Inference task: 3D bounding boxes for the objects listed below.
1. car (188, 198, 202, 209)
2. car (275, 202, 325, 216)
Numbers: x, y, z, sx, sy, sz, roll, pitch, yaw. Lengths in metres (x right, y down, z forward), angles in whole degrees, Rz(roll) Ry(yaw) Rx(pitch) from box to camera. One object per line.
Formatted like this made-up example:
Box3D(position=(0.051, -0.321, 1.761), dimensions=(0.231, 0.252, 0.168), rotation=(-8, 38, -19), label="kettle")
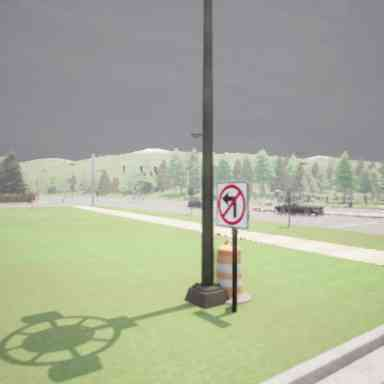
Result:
Box3D(position=(1.191, 1.580, 47.084), dimensions=(1.812, 1.442, 4.674), rotation=(0, 0, -35), label="car")
Box3D(position=(10.738, 1.650, 33.244), dimensions=(1.895, 1.301, 4.718), rotation=(0, 0, -35), label="car")
